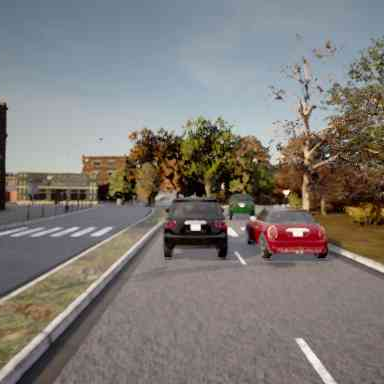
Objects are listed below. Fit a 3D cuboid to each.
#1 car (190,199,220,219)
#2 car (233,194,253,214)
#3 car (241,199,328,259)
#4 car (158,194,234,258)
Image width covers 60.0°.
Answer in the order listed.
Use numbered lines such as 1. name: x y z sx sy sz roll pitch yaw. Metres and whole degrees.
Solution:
1. car: 1.255 1.458 29.800 2.128 1.511 4.902 0 0 9
2. car: 4.316 1.173 28.730 2.150 2.045 5.566 0 0 9
3. car: 3.354 1.336 12.642 2.097 1.767 4.553 0 0 0
4. car: 0.107 1.200 12.846 2.150 2.045 5.566 0 0 0
